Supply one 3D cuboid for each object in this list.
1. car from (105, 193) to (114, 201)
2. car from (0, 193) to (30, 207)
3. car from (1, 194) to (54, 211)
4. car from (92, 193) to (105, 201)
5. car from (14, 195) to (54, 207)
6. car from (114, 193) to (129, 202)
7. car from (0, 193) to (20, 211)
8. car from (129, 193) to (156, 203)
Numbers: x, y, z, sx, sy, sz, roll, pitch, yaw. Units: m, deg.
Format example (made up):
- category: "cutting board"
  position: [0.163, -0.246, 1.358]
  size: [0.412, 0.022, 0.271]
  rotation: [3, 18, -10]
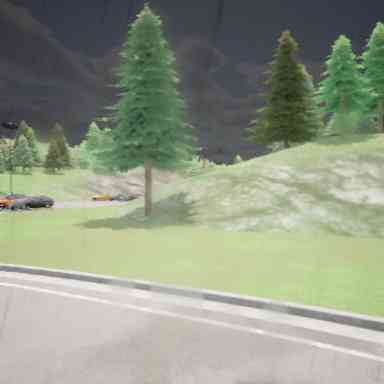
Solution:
- category: "car"
  position: [-13.319, 1.036, 60.561]
  size: [1.994, 1.385, 4.181]
  rotation: [0, 1, 24]
- category: "car"
  position: [-24.387, 1.006, 44.622]
  size: [2.097, 1.767, 4.553]
  rotation: [0, 1, 25]
- category: "car"
  position: [-17.050, 1.205, 35.400]
  size: [2.128, 1.511, 4.902]
  rotation: [0, 1, 24]
- category: "car"
  position: [-16.512, 0.934, 61.994]
  size: [1.882, 1.535, 5.008]
  rotation: [0, 1, 24]
- category: "car"
  position: [-20.832, 1.170, 44.021]
  size: [1.812, 1.442, 4.674]
  rotation: [0, 1, 24]
- category: "car"
  position: [-10.783, 0.944, 57.712]
  size: [2.128, 1.511, 4.902]
  rotation: [0, 1, 25]
- category: "car"
  position: [-20.335, 1.069, 36.623]
  size: [2.097, 1.767, 4.553]
  rotation: [0, 1, 24]
- category: "car"
  position: [-7.856, 0.935, 55.702]
  size: [1.882, 1.535, 5.008]
  rotation: [0, 0, 25]
